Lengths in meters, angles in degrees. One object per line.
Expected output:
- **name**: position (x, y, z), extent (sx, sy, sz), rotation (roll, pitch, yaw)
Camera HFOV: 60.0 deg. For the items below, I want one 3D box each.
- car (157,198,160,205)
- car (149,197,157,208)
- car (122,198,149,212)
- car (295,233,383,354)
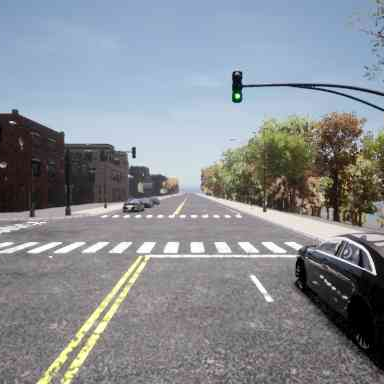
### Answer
- **car**: position (-6.747, 1.569, 58.330), extent (1.994, 1.385, 4.181), rotation (0, 0, 1)
- **car**: position (-6.719, 1.550, 48.071), extent (2.033, 1.411, 5.357), rotation (0, 0, 0)
- **car**: position (-6.664, 1.493, 38.255), extent (2.128, 1.511, 4.902), rotation (0, 0, 2)
- **car**: position (3.333, 1.492, 6.062), extent (2.128, 1.511, 4.902), rotation (0, 0, 2)
